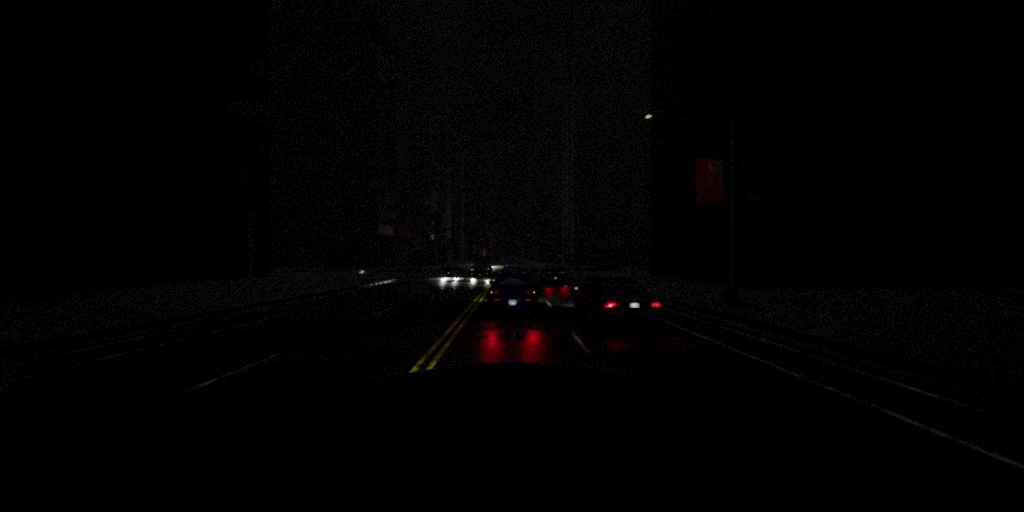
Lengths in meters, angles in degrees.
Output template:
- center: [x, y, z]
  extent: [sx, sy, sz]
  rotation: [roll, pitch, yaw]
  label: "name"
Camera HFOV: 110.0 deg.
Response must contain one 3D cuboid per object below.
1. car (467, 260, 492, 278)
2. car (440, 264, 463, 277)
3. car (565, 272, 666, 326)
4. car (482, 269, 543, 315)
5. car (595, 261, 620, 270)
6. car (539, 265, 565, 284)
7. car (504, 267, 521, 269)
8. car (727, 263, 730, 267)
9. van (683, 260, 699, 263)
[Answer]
- center: [-3.305, 1.393, 39.088]
  extent: [2.097, 1.767, 4.553]
  rotation: [0, 0, 0]
  label: "car"
- center: [-6.554, 1.606, 39.049]
  extent: [1.994, 1.385, 4.181]
  rotation: [0, -1, 0]
  label: "car"
- center: [3.274, 1.385, 12.055]
  extent: [2.033, 1.411, 5.357]
  rotation: [0, 0, 0]
  label: "car"
- center: [0.040, 1.380, 14.064]
  extent: [1.812, 1.442, 4.674]
  rotation: [0, -1, 0]
  label: "car"
- center: [16.666, 1.568, 63.091]
  extent: [4.097, 1.591, 1.967]
  rotation: [0, 0, 0]
  label: "car"
- center: [3.288, 1.463, 29.214]
  extent: [2.128, 1.511, 4.902]
  rotation: [0, 0, 0]
  label: "car"
- center: [0.020, 1.502, 27.067]
  extent: [2.033, 1.411, 5.357]
  rotation: [0, 0, 0]
  label: "car"
- center: [32.946, 1.750, 54.479]
  extent: [4.207, 1.307, 1.802]
  rotation: [0, 0, 0]
  label: "car"
- center: [27.504, 1.516, 54.508]
  extent: [3.998, 1.789, 1.690]
  rotation: [0, 0, 0]
  label: "van"
